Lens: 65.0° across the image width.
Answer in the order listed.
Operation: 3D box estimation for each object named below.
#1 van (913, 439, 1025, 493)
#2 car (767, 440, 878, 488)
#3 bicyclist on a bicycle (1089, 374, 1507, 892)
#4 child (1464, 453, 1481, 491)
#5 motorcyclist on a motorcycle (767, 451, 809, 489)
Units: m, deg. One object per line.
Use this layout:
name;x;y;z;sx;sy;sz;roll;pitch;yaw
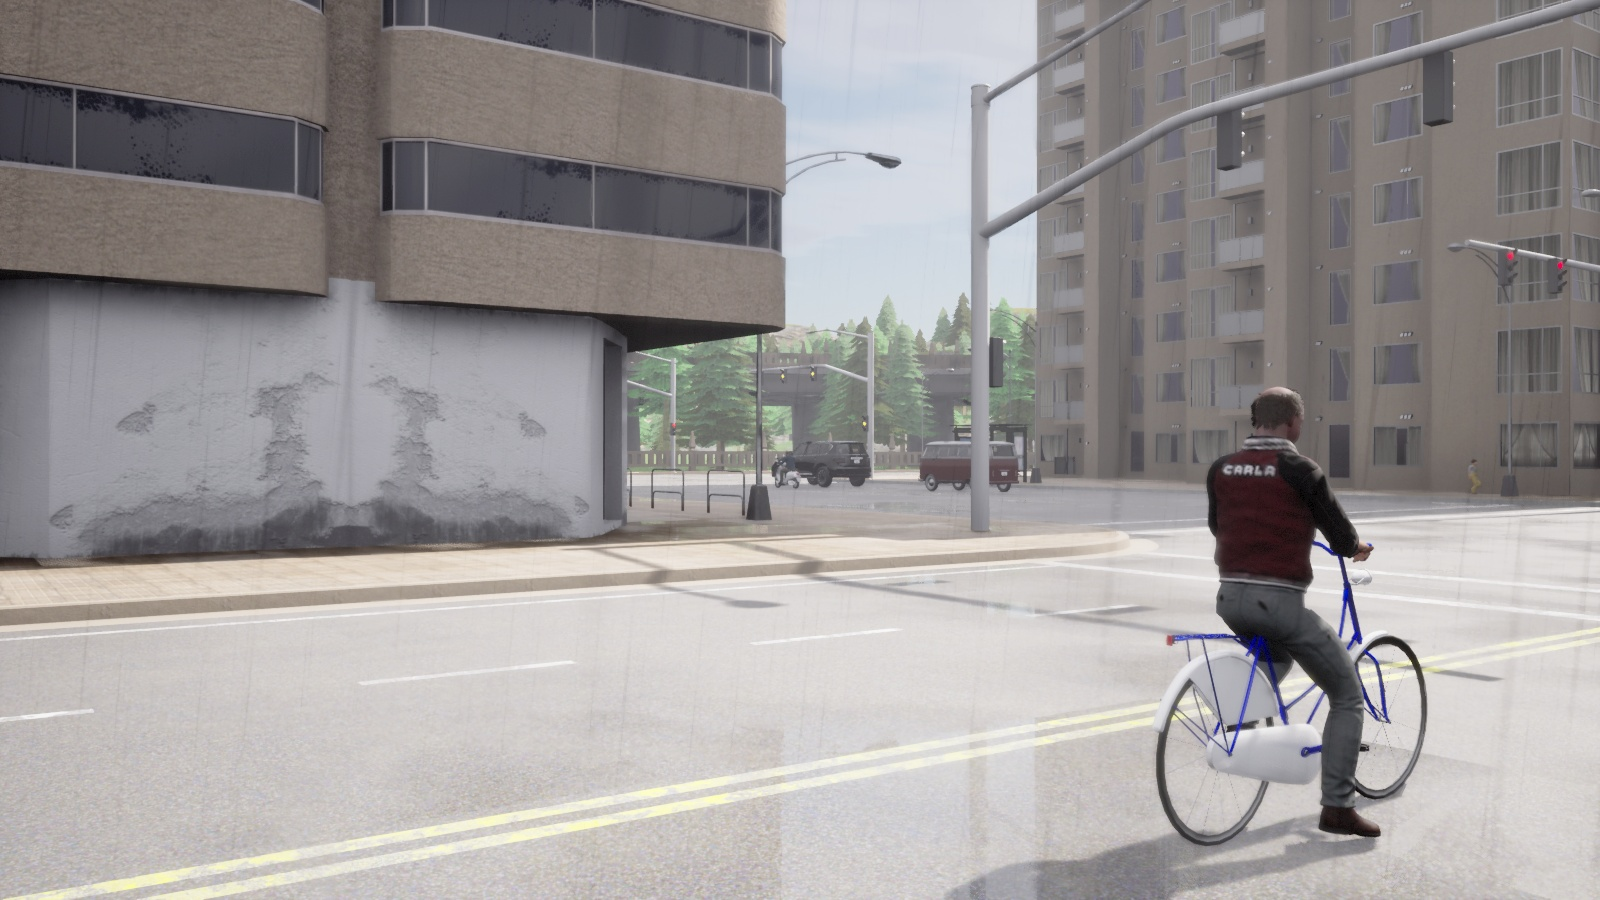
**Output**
van;6.528;0.604;49.071;1.775;1.987;4.442;0;0;-35
car;0.952;0.601;56.902;2.150;2.045;5.566;0;0;-35
bicyclist on a bicycle;2.064;0.623;5.099;1.843;1.776;0.659;0;0;-35
child;22.648;0.739;42.289;0.270;1.263;0.437;0;0;-34
motorcyclist on a motorcycle;-0.524;0.829;52.943;0.866;1.590;1.817;0;0;-35
